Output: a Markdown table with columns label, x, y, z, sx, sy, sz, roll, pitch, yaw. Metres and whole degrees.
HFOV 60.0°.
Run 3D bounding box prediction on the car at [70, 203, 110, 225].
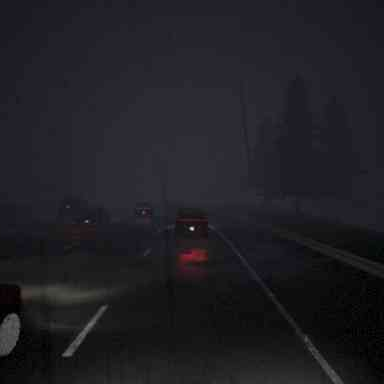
| label | x | y | z | sx | sy | sz | roll | pitch | yaw |
| --- | --- | --- | --- | --- | --- | --- | --- | --- | --- |
| car | -7.518 | 1.783 | 25.428 | 1.895 | 1.301 | 4.718 | 0 | 0 | -5 |

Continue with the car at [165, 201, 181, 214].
| label | x | y | z | sx | sy | sz | roll | pitch | yaw |
| --- | --- | --- | --- | --- | --- | --- | --- | --- | --- |
| car | -2.166 | 1.760 | 39.524 | 1.882 | 1.535 | 5.008 | 0 | 0 | -9 |

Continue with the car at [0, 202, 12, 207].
| label | x | y | z | sx | sy | sz | roll | pitch | yaw |
| --- | --- | --- | --- | --- | --- | --- | --- | --- | --- |
| car | -24.373 | 1.903 | 42.190 | 1.895 | 1.301 | 4.718 | 0 | 0 | -12 |

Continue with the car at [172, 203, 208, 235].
| label | x | y | z | sx | sy | sz | roll | pitch | yaw |
| --- | --- | --- | --- | --- | --- | --- | --- | --- | --- |
| car | -0.104 | 1.647 | 19.720 | 1.837 | 1.490 | 4.892 | 0 | 0 | -2 |

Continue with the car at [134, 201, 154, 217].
| label | x | y | z | sx | sy | sz | roll | pitch | yaw |
| --- | --- | --- | --- | --- | --- | --- | --- | --- | --- |
| car | -5.031 | 1.755 | 34.788 | 1.837 | 1.490 | 4.892 | 1 | 0 | -8 |

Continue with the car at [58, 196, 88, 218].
| label | x | y | z | sx | sy | sz | roll | pitch | yaw |
| --- | --- | --- | --- | --- | --- | --- | --- | --- | --- |
| car | -11.866 | 1.462 | 33.477 | 2.150 | 2.045 | 5.566 | 0 | 0 | -8 |

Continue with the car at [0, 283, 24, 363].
| label | x | y | z | sx | sy | sz | roll | pitch | yaw |
| --- | --- | --- | --- | --- | --- | --- | --- | --- | --- |
| car | -3.398 | 1.499 | 2.901 | 1.882 | 1.535 | 5.008 | 0 | 0 | 0 |
